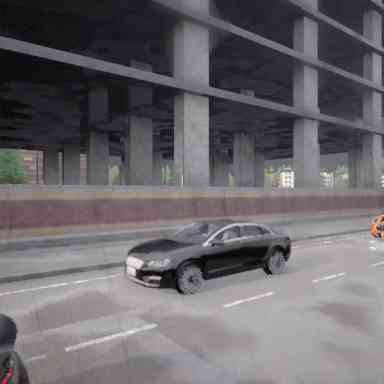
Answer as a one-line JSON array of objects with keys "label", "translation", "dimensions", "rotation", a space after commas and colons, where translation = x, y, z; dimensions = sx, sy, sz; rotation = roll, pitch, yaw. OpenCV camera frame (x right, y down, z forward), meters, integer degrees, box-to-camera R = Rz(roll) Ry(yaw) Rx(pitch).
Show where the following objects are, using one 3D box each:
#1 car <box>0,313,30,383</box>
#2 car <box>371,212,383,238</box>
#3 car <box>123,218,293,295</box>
[{"label": "car", "translation": [-3.435, 1.505, 1.463], "dimensions": [4.892, 1.490, 1.837], "rotation": [0, 0, -37]}, {"label": "car", "translation": [10.727, 1.351, 16.295], "dimensions": [4.553, 1.767, 2.097], "rotation": [0, 0, -36]}, {"label": "car", "translation": [0.622, 1.491, 8.837], "dimensions": [4.902, 1.511, 2.128], "rotation": [0, 0, -37]}]
